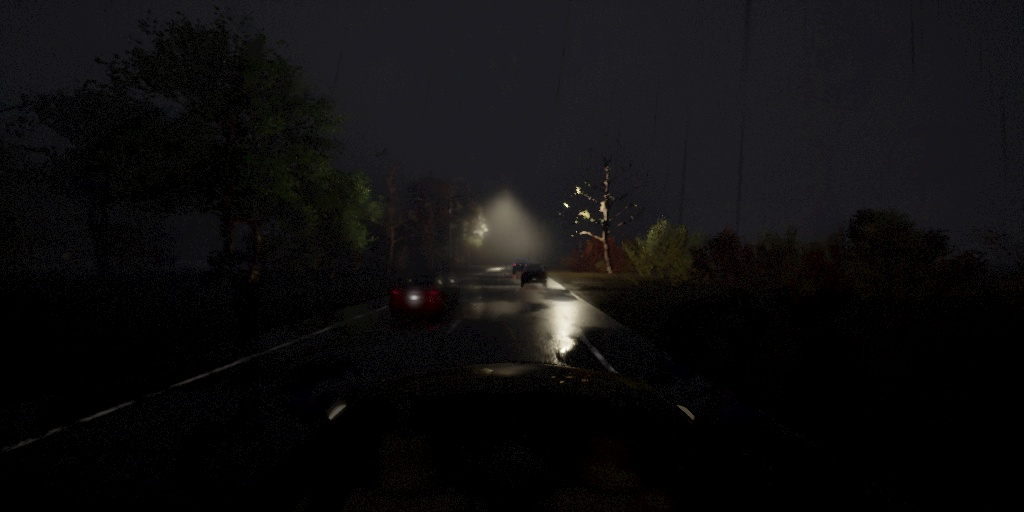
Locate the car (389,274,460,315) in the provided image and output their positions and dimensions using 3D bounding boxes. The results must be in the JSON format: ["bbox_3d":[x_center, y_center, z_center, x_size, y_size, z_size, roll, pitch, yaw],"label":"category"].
[{"bbox_3d":[-3.288,1.404,14.168,1.994,1.385,4.181,0,0,1],"label":"car"}]

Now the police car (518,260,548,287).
[{"bbox_3d":[1.578,1.356,26.325,1.930,1.638,5.238,0,0,2],"label":"police car"}]

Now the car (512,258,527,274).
[{"bbox_3d":[1.243,1.314,48.229,2.150,2.045,5.566,0,0,4],"label":"car"}]
